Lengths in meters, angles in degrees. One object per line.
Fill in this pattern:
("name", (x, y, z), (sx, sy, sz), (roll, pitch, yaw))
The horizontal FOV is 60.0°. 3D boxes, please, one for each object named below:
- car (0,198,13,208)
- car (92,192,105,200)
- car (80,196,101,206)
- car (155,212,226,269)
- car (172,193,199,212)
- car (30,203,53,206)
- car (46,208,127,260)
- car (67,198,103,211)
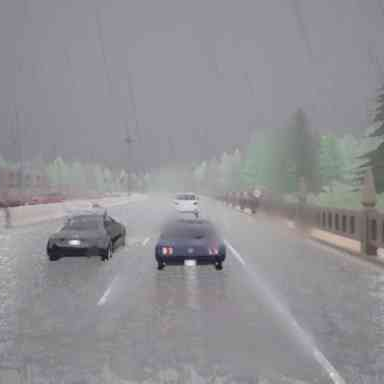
("car", (-21.967, 1.400, 39.867), (1.895, 1.301, 4.718), (0, 0, -1))
("car", (-22.763, 0.929, 81.156), (2.097, 1.767, 4.553), (0, 0, -1))
("car", (-15.161, 1.346, 49.903), (1.895, 1.301, 4.718), (0, 0, -1))
("car", (-0.099, 1.544, 10.866), (1.895, 1.301, 4.718), (0, 0, -2))
("car", (-0.556, 1.069, 29.718), (2.150, 2.045, 5.566), (0, 1, -1))
("car", (-18.507, 1.009, 41.905), (2.150, 2.045, 5.566), (0, 0, -1))
("car", (-3.636, 1.502, 12.165), (1.994, 1.385, 4.181), (0, 0, -2))
("car", (-7.434, 1.405, 23.632), (1.812, 1.442, 4.674), (0, 0, -1))
